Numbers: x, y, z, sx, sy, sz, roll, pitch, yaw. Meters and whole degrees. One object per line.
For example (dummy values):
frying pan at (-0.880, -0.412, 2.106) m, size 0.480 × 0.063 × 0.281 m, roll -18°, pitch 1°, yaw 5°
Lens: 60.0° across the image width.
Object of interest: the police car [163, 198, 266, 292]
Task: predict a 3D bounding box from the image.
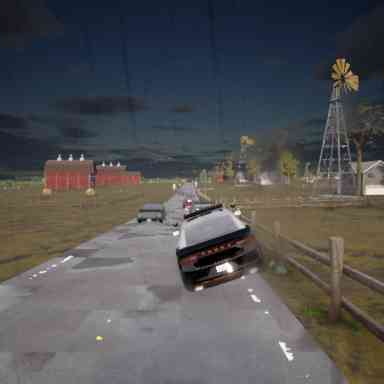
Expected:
police car at (0.526, 1.199, 9.208) m, size 1.930 × 1.638 × 5.238 m, roll -18°, pitch 3°, yaw 0°

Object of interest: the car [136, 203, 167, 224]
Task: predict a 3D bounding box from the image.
car at (-2.870, 1.513, 24.846) m, size 2.033 × 1.411 × 5.357 m, roll 0°, pitch 0°, yaw 0°

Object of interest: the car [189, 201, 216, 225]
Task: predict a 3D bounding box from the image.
car at (0.705, 1.471, 25.130) m, size 1.837 × 1.490 × 4.892 m, roll 0°, pitch 0°, yaw 0°

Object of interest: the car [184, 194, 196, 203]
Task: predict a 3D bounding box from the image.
car at (-0.290, 1.209, 60.562) m, size 2.128 × 1.511 × 4.902 m, roll 0°, pitch 1°, yaw 0°

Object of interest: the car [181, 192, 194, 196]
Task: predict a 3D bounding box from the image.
car at (-0.211, 1.237, 47.044) m, size 2.097 × 1.767 × 4.553 m, roll 0°, pitch 0°, yaw 0°

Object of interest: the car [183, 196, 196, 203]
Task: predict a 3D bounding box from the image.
car at (0.660, 1.308, 19.089) m, size 2.097 × 1.767 × 4.553 m, roll -1°, pitch 0°, yaw 0°
